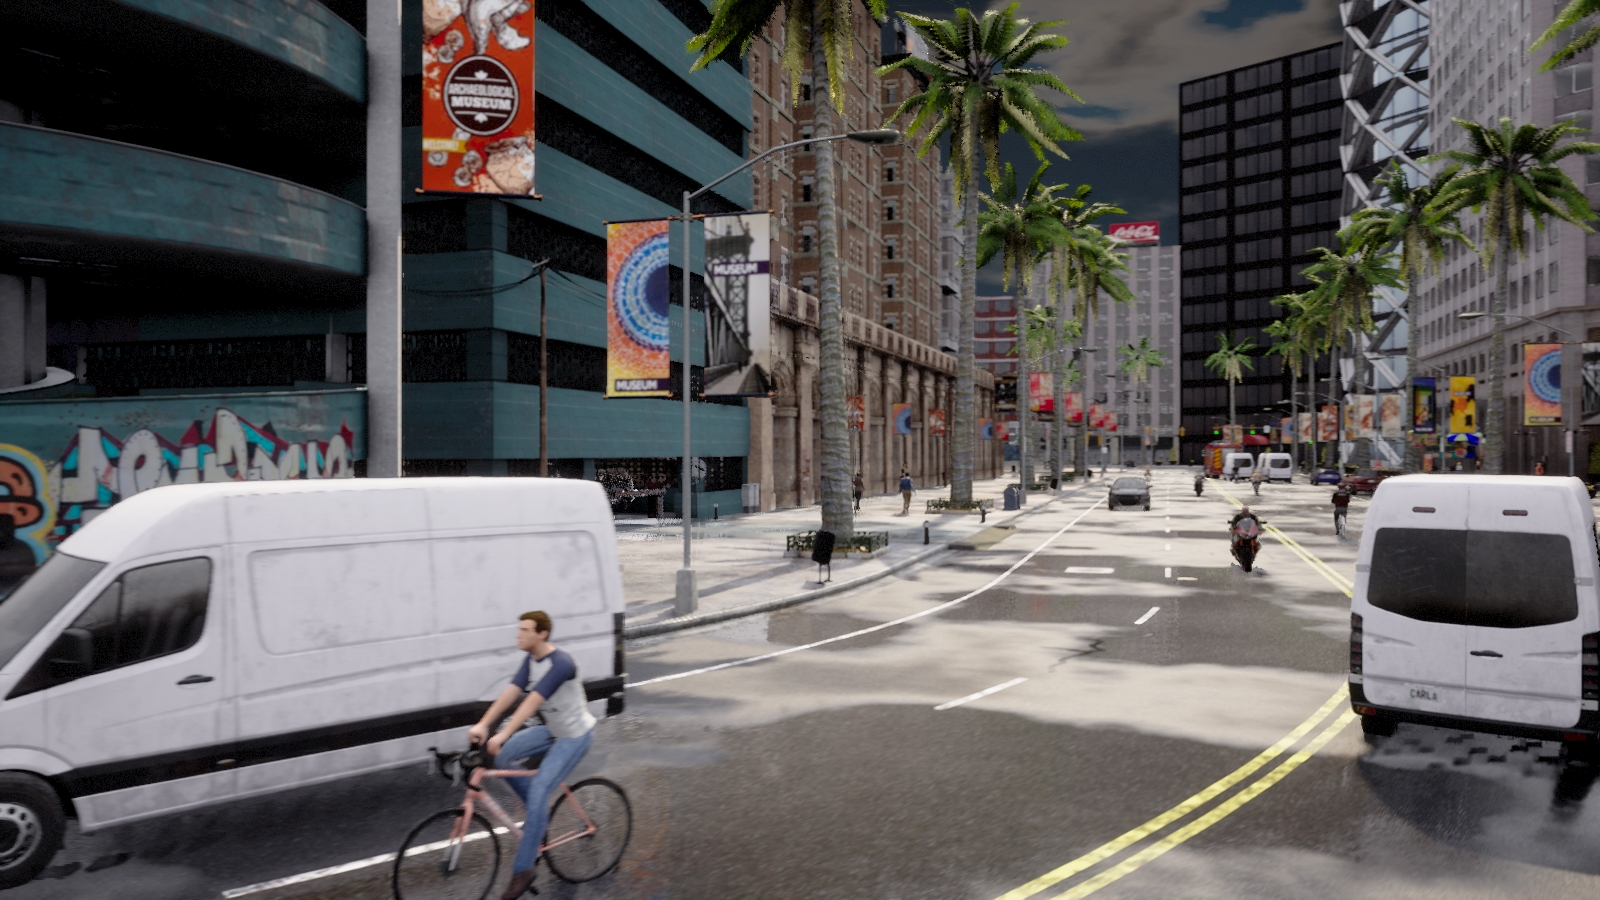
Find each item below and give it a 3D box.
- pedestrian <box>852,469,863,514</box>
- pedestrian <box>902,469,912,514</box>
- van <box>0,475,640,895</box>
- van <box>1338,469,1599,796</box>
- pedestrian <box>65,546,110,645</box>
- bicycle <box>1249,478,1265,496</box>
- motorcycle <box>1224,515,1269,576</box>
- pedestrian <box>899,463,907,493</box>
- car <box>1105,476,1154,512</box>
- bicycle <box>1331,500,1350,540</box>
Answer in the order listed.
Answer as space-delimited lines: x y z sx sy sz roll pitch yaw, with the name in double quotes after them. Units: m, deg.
2.369 1.723 47.274 0.375 1.860 0.375 0 0 18 "pedestrian"
4.429 1.722 47.341 0.375 1.860 0.375 0 0 16 "pedestrian"
-4.325 1.542 9.303 5.915 2.561 1.988 0 0 -43 "van"
7.455 1.539 12.295 1.988 2.561 5.915 1 0 35 "van"
-9.791 1.989 15.702 0.375 1.300 0.375 0 0 20 "pedestrian"
28.526 2.286 71.336 0.859 1.080 1.487 0 0 17 "bicycle"
10.514 2.216 26.968 0.867 1.251 2.209 0 0 18 "motorcycle"
6.432 1.736 71.113 0.375 1.860 0.375 0 0 29 "pedestrian"
15.892 2.060 54.998 2.097 1.535 5.006 0 0 18 "car"
17.221 2.224 36.438 0.329 1.171 1.835 0 0 18 "bicycle"
